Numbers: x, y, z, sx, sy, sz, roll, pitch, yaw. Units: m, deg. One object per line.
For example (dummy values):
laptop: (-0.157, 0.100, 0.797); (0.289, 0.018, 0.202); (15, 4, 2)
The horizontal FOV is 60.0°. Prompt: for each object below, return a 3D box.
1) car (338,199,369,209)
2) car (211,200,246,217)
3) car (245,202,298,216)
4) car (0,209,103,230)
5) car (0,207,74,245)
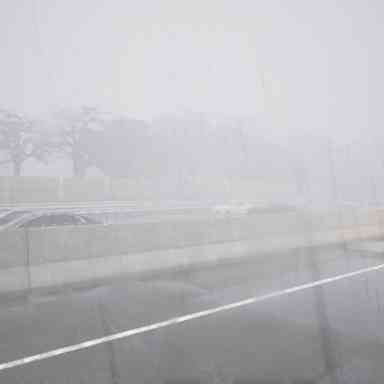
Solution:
car: (21.905, 1.646, 45.082); (4.718, 1.301, 1.895); (0, 0, -35)
car: (3.913, 1.533, 31.602); (4.674, 1.442, 1.812); (0, 0, -38)
car: (7.527, 1.610, 30.731); (4.718, 1.301, 1.895); (0, 0, -35)
car: (-5.785, 1.506, 12.756); (4.892, 1.490, 1.837); (0, 0, -35)
car: (-8.123, 1.527, 15.403); (4.674, 1.442, 1.812); (0, 0, -35)
